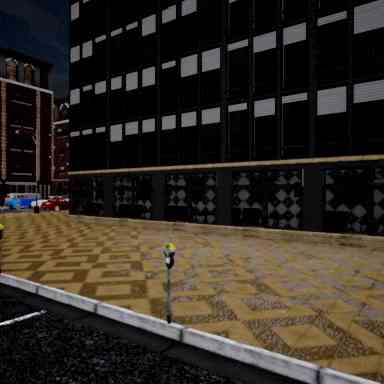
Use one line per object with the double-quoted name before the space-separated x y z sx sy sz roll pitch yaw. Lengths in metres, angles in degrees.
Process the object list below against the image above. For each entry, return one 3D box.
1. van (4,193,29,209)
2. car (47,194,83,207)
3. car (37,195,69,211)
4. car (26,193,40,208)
"van" -20.059 1.050 39.628 1.690 1.788 3.998 1 1 35
"car" -16.824 1.079 44.269 1.967 1.590 4.097 1 1 35
"car" -13.582 1.269 35.145 1.887 1.381 4.507 1 1 35
"car" -16.852 1.214 39.942 1.812 1.442 4.674 0 1 35
